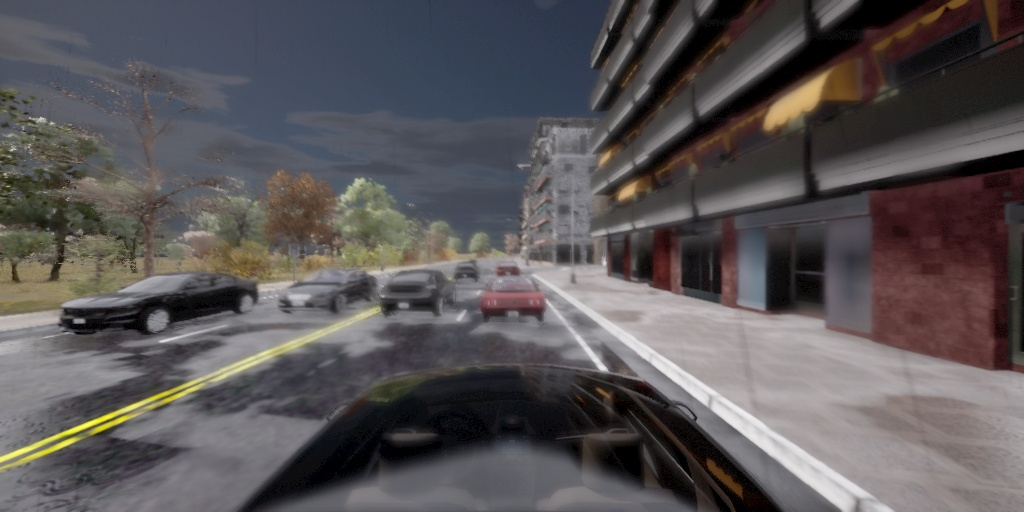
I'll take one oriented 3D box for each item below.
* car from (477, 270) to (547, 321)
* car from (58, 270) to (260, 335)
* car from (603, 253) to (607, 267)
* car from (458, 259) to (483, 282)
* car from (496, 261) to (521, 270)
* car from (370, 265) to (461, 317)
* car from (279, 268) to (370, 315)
[{"bbox_3d":[0.026,1.332,12.260,1.895,1.301,4.718,0,0,0],"label":"car"},{"bbox_3d":[-9.900,1.216,10.684,1.882,1.535,5.008,0,0,-1],"label":"car"},{"bbox_3d":[13.649,0.560,42.354,5.566,2.045,2.150,-1,0,14],"label":"car"},{"bbox_3d":[-3.523,1.212,28.931,1.837,1.490,4.892,0,0,-1],"label":"car"},{"bbox_3d":[-0.293,1.181,30.037,1.882,1.535,5.008,0,0,-1],"label":"car"},{"bbox_3d":[-3.236,1.236,13.101,1.837,1.490,4.892,0,0,-1],"label":"car"},{"bbox_3d":[-6.679,1.224,13.623,2.128,1.511,4.902,0,0,-1],"label":"car"}]
